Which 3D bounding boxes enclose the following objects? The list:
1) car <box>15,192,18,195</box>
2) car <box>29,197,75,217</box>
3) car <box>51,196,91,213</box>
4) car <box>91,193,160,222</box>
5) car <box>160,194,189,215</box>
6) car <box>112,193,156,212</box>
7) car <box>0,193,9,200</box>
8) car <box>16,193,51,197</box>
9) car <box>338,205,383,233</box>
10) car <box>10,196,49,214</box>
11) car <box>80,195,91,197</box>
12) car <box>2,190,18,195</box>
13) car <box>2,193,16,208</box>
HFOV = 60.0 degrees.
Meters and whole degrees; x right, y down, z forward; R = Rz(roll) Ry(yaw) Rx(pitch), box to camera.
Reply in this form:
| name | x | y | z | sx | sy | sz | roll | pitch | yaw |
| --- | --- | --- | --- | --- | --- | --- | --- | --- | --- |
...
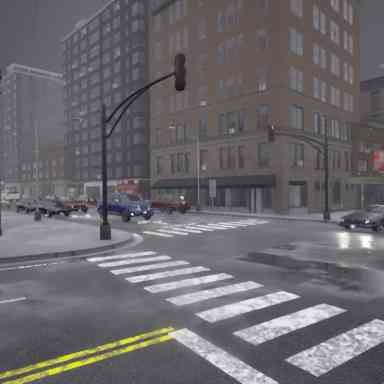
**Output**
| name | x | y | z | sx | sy | sz | roll | pitch | yaw |
| --- | --- | --- | --- | --- | --- | --- | --- | --- | --- |
| car | -29.192 | 1.045 | 58.897 | 1.802 | 1.307 | 4.206 | 0 | 1 | -44 |
| car | -12.344 | 1.418 | 29.211 | 1.947 | 1.339 | 4.313 | 0 | 1 | -44 |
| car | -12.061 | 1.395 | 32.872 | 1.895 | 1.301 | 4.718 | -1 | 1 | -44 |
| car | -5.297 | 1.090 | 25.873 | 2.150 | 2.045 | 5.566 | -1 | 1 | -44 |
| car | -2.392 | 1.087 | 31.179 | 2.192 | 1.841 | 5.009 | 0 | 1 | -44 |
| car | -6.220 | 1.045 | 35.139 | 2.192 | 1.841 | 5.009 | 0 | 1 | -44 |
| car | -40.677 | 0.887 | 70.775 | 1.947 | 1.339 | 4.313 | 0 | 1 | -44 |
| car | -19.330 | 1.216 | 40.410 | 1.837 | 1.490 | 4.892 | -1 | 1 | -44 |
| car | 10.759 | 1.466 | 19.323 | 5.357 | 1.411 | 2.033 | 0 | 0 | -36 |
| car | -16.172 | 1.375 | 33.170 | 1.947 | 1.339 | 4.313 | 0 | 1 | -44 |
| car | -13.877 | 1.084 | 43.059 | 1.967 | 1.590 | 4.097 | 0 | 1 | -44 |
| car | -31.866 | 0.712 | 57.953 | 2.150 | 2.045 | 5.566 | -1 | 1 | -44 |
| car | -23.709 | 1.249 | 40.963 | 1.752 | 1.417 | 4.829 | 0 | 1 | -44 |
